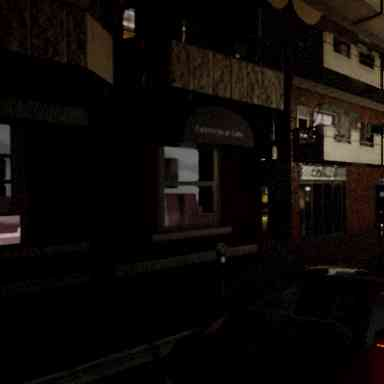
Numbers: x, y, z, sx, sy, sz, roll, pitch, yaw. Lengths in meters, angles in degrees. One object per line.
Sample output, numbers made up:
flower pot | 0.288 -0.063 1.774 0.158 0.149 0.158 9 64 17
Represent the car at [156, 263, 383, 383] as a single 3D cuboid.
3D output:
car | 1.605 1.577 3.828 4.206 1.307 1.802 0 -1 -37
